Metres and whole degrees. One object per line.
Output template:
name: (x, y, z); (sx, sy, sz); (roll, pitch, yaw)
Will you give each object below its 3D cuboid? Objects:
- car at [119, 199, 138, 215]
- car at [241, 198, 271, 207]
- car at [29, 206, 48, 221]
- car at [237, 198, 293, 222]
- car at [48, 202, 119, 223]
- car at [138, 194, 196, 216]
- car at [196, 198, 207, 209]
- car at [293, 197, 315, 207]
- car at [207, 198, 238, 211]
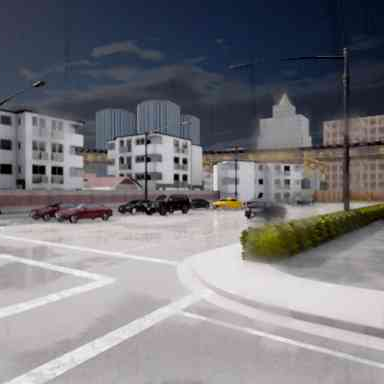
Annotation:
car: (-5.580, 1.518, 34.972); (1.837, 1.490, 4.892); (0, 0, 38)
car: (9.823, 1.575, 51.019); (4.181, 1.385, 1.994); (0, 0, -31)
car: (-11.071, 1.539, 27.733); (1.812, 1.442, 4.674); (0, 0, 37)
car: (6.005, 1.497, 26.789); (2.128, 1.511, 4.902); (0, 0, 37)
car: (-8.235, 1.537, 25.682); (1.812, 1.442, 4.674); (0, 0, 37)
car: (-2.399, 1.233, 33.424); (2.150, 2.045, 5.566); (0, 0, 37)
car: (0.502, 1.538, 42.629); (1.812, 1.442, 4.674); (0, 0, 40)
car: (16.414, 1.515, 50.584); (4.892, 1.490, 1.837); (1, 0, -22)
car: (4.461, 1.488, 41.903); (1.882, 1.535, 5.008); (0, 0, 42)
